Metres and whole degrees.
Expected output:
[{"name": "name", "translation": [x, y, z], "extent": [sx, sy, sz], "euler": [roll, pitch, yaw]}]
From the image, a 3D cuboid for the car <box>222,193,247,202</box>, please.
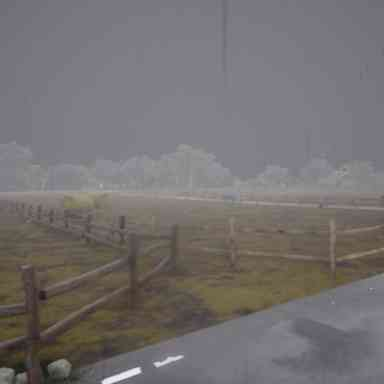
[{"name": "car", "translation": [7.256, 0.941, 57.130], "extent": [2.128, 1.511, 4.902], "euler": [1, 1, -35]}]
